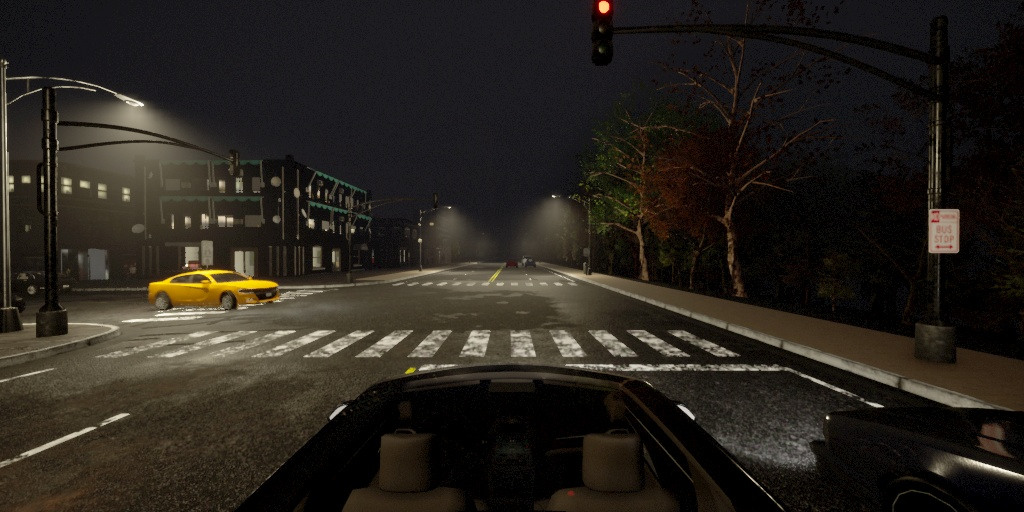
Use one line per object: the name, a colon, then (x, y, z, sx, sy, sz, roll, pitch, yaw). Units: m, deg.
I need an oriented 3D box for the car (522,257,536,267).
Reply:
car: (3.229, 1.274, 63.193, 2.033, 1.411, 5.357, 0, 0, 0)

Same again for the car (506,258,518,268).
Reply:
car: (-0.017, 1.206, 60.385, 1.882, 1.535, 5.008, 0, 0, 0)

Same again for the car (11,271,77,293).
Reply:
car: (-28.319, 1.560, 21.021, 4.403, 1.370, 2.007, 0, 0, 0)

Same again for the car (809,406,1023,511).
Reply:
car: (3.353, 1.298, 0.412, 2.033, 1.411, 5.357, 0, 0, 0)

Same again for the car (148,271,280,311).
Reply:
car: (-12.031, 1.333, 14.584, 5.008, 1.535, 1.882, -2, 0, 11)

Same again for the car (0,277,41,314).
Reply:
car: (-19.969, 1.565, 12.526, 4.313, 1.339, 1.948, 0, 0, 0)
